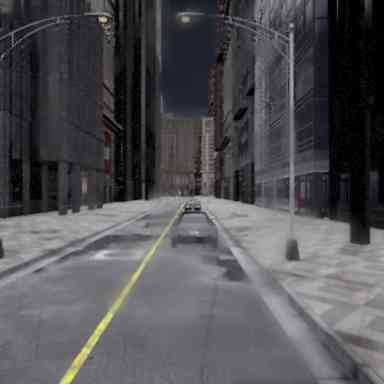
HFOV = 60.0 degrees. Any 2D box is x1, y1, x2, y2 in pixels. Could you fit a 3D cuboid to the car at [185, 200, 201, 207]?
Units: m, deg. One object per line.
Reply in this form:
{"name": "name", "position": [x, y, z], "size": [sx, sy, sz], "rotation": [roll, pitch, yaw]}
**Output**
{"name": "car", "position": [0.101, 1.632, 38.577], "size": [1.895, 1.301, 4.718], "rotation": [0, 0, 0]}

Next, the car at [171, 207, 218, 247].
{"name": "car", "position": [0.099, 1.570, 15.062], "size": [1.994, 1.385, 4.181], "rotation": [0, 0, 0]}
